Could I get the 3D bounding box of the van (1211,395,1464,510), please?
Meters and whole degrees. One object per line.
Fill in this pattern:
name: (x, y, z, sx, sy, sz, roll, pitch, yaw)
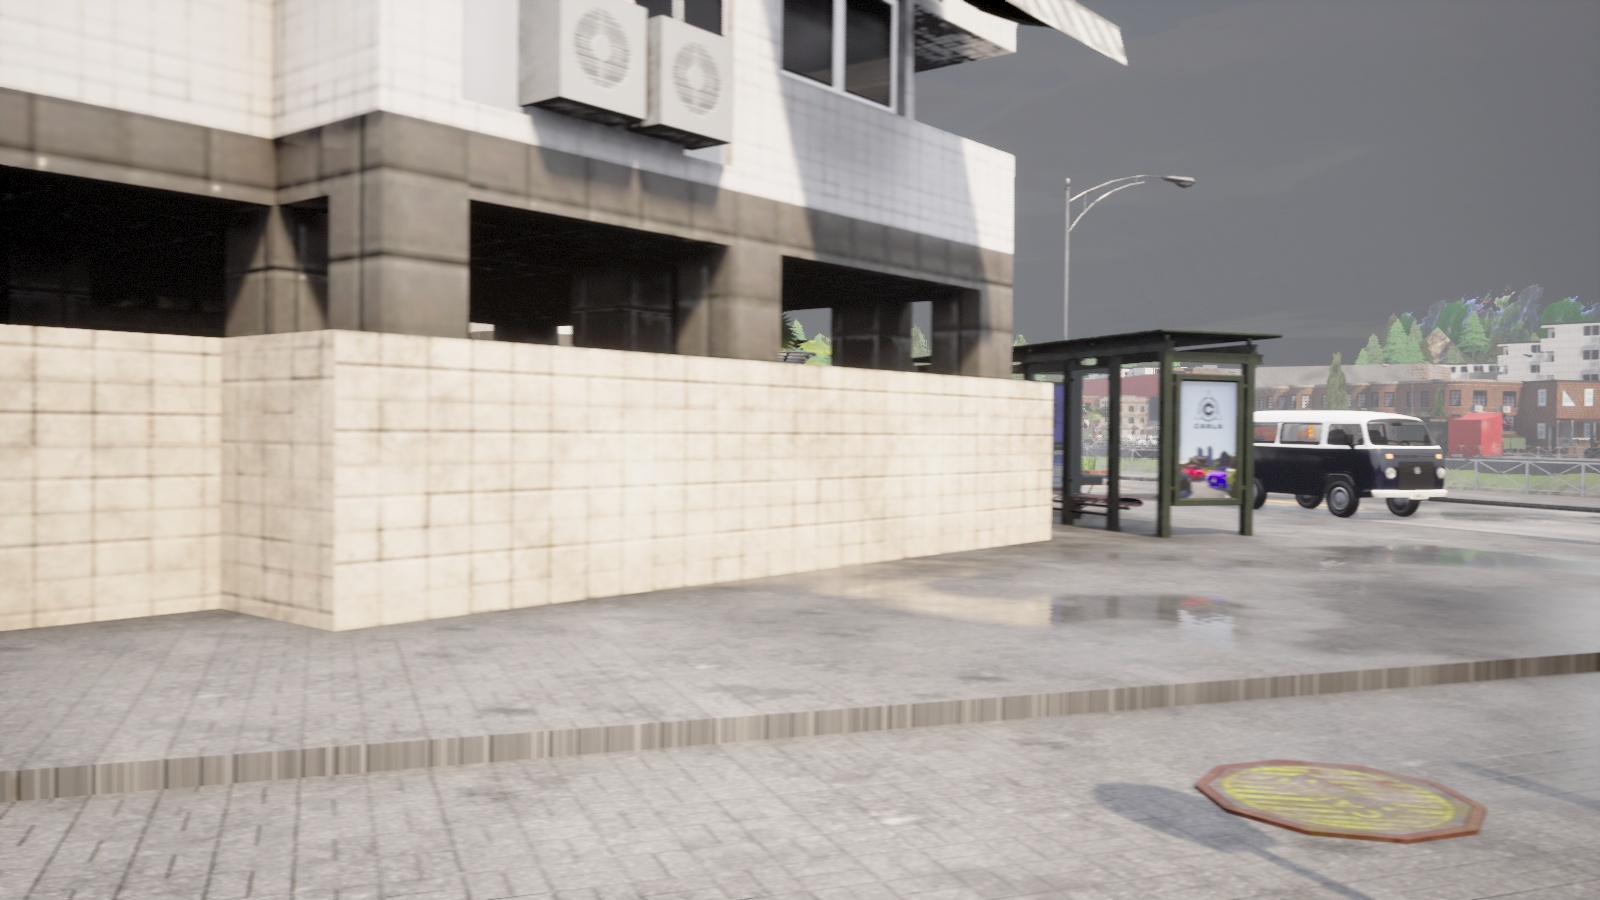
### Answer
van: (10.480, 0.003, 24.876, 2.069, 2.038, 4.480, -1, 1, -21)
